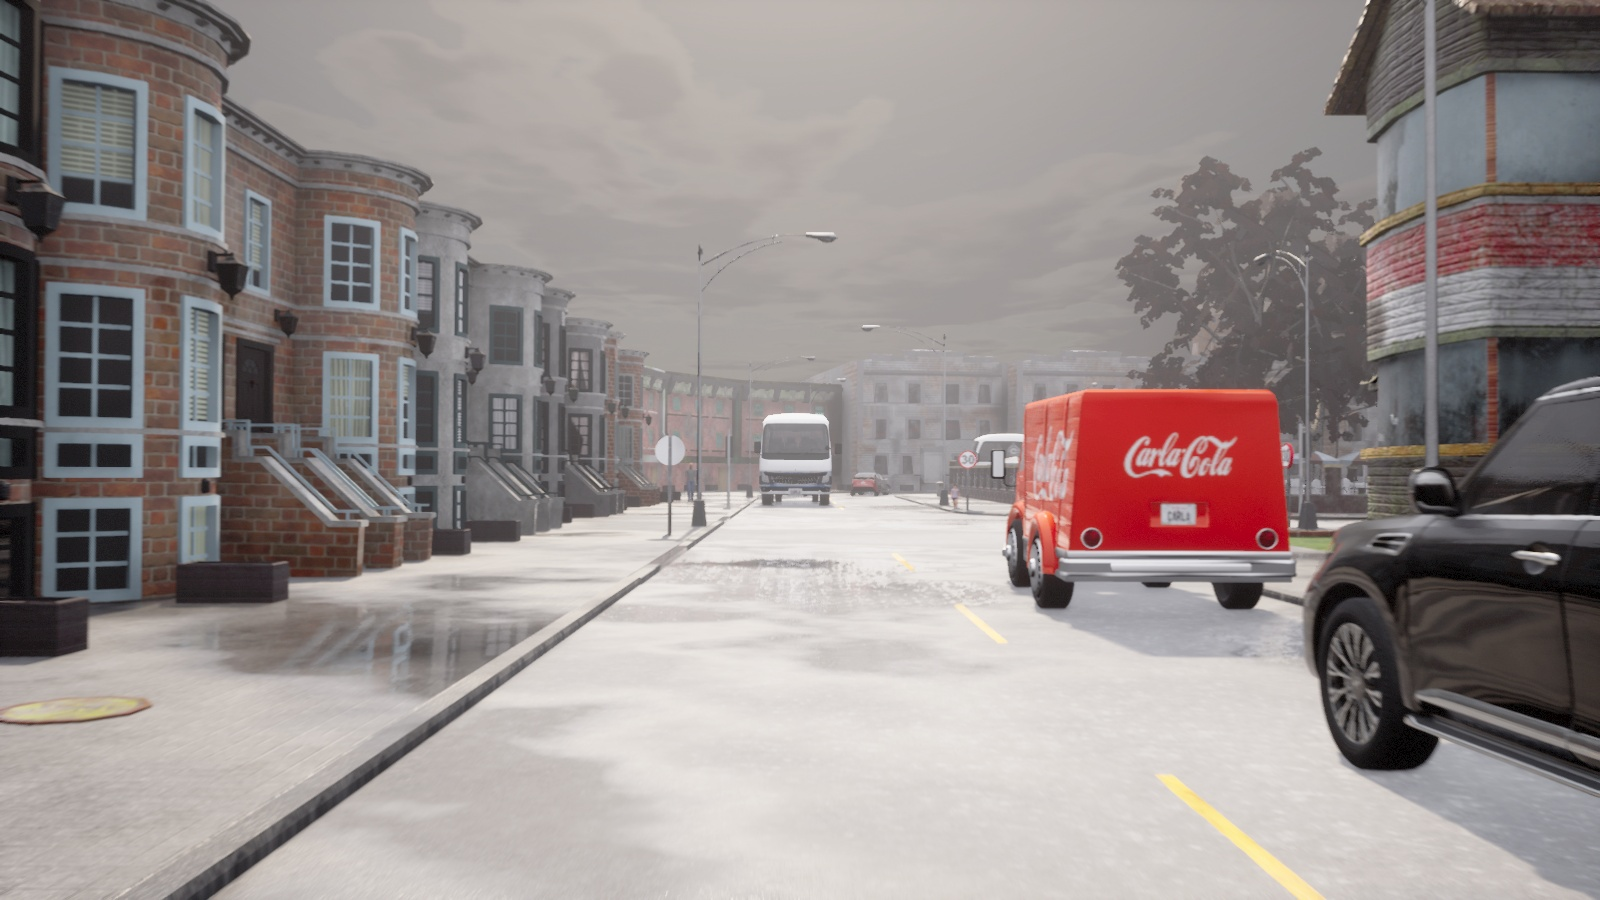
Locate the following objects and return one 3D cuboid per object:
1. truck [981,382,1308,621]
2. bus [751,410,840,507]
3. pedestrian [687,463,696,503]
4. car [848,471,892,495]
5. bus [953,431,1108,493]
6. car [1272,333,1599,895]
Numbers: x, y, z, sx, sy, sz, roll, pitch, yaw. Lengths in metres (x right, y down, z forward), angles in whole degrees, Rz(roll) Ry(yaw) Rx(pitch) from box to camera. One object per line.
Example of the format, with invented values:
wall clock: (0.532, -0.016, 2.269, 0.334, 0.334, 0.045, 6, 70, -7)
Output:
truck: (3.956, 0.574, 15.648, 2.627, 2.467, 5.204, 0, -1, 0)
bus: (-0.163, 0.452, 60.538, 3.944, 4.253, 10.273, 0, -1, 0)
pedestrian: (-5.073, 1.527, 58.673, 0.354, 1.836, 0.706, 0, -1, -2)
car: (4.533, 2.096, 80.735, 2.007, 1.525, 4.514, -1, -1, 15)
bus: (16.231, 0.865, 89.092, 10.273, 4.253, 3.944, 0, -1, 0)
car: (3.988, 0.600, 4.920, 2.150, 2.045, 5.566, 0, -1, 0)
